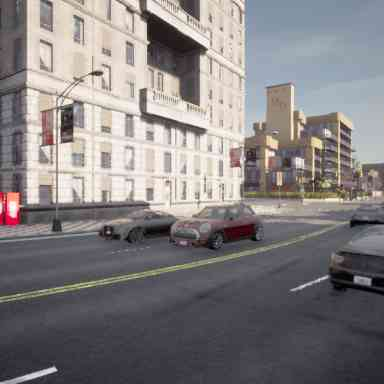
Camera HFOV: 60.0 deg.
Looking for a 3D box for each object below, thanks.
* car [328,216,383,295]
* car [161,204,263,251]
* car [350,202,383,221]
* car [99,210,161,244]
[{"bbox_3d":[4.866,1.523,7.940,1.812,1.442,4.674,0,0,45],"label":"car"},{"bbox_3d":[1.162,1.341,14.303,2.097,1.767,4.553,0,0,42],"label":"car"},{"bbox_3d":[11.806,1.553,21.904,1.994,1.385,4.181,0,0,37],"label":"car"},{"bbox_3d":[-2.225,1.551,15.779,1.994,1.385,4.181,0,0,44],"label":"car"}]
